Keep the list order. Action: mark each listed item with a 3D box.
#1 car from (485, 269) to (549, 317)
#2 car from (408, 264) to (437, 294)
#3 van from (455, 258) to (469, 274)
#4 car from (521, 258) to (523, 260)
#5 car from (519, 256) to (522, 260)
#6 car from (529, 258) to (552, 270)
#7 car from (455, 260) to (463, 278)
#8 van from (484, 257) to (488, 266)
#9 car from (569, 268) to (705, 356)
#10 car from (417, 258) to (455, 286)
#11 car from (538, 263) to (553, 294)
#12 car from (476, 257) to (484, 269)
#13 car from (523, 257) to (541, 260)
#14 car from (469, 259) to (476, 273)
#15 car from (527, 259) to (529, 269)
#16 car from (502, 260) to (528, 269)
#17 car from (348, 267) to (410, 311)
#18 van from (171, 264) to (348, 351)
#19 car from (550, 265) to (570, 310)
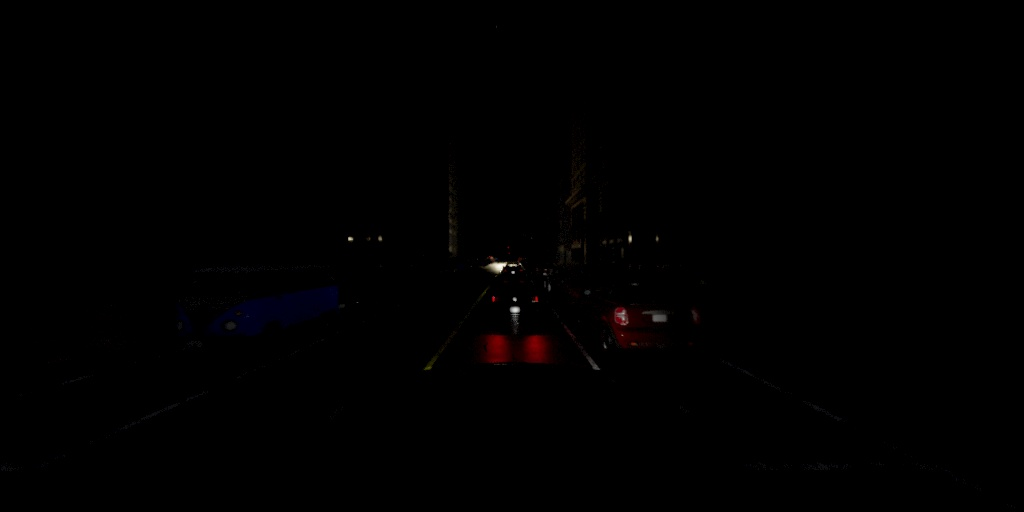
[{"bbox_3d":[0.097,1.342,13.125,1.895,1.301,4.718,0,0,0],"label":"car"},{"bbox_3d":[-5.767,1.301,19.895,1.948,1.339,4.313,0,0,0],"label":"car"},{"bbox_3d":[-5.772,1.063,36.806,1.690,1.789,3.998,0,0,0],"label":"van"},{"bbox_3d":[2.748,1.277,53.727,1.948,1.339,4.313,0,0,0],"label":"car"},{"bbox_3d":[2.745,1.143,64.998,1.967,1.591,4.097,0,0,0],"label":"car"},{"bbox_3d":[2.755,1.167,31.181,1.967,1.591,4.097,0,0,0],"label":"car"},{"bbox_3d":[-5.771,1.272,31.169,1.888,1.381,4.507,0,0,0],"label":"car"},{"bbox_3d":[-5.780,1.043,64.989,1.690,1.789,3.998,0,0,0],"label":"van"},{"bbox_3d":[2.761,1.185,8.636,1.967,1.591,4.097,0,0,0],"label":"car"},{"bbox_3d":[-5.769,1.046,25.532,2.192,1.841,5.009,0,0,0],"label":"car"},{"bbox_3d":[2.757,1.287,19.909,2.007,1.370,4.403,0,0,0],"label":"car"},{"bbox_3d":[-5.777,1.150,53.716,1.967,1.591,4.097,0,0,0],"label":"car"},{"bbox_3d":[2.752,1.034,42.454,2.192,1.841,5.009,0,0,0],"label":"car"},{"bbox_3d":[-5.774,1.158,42.442,1.967,1.591,4.097,0,0,0],"label":"car"},{"bbox_3d":[2.753,1.289,36.817,1.948,1.339,4.313,0,0,0],"label":"car"},{"bbox_3d":[0.093,1.291,31.127,1.994,1.385,4.181,0,0,0],"label":"car"},{"bbox_3d":[-5.766,1.305,14.259,1.948,1.339,4.313,0,0,0],"label":"car"},{"bbox_3d":[-5.765,1.085,8.622,1.690,1.789,3.998,0,0,0],"label":"van"},{"bbox_3d":[2.759,1.266,14.442,1.751,1.417,4.829,0,0,0],"label":"car"}]
